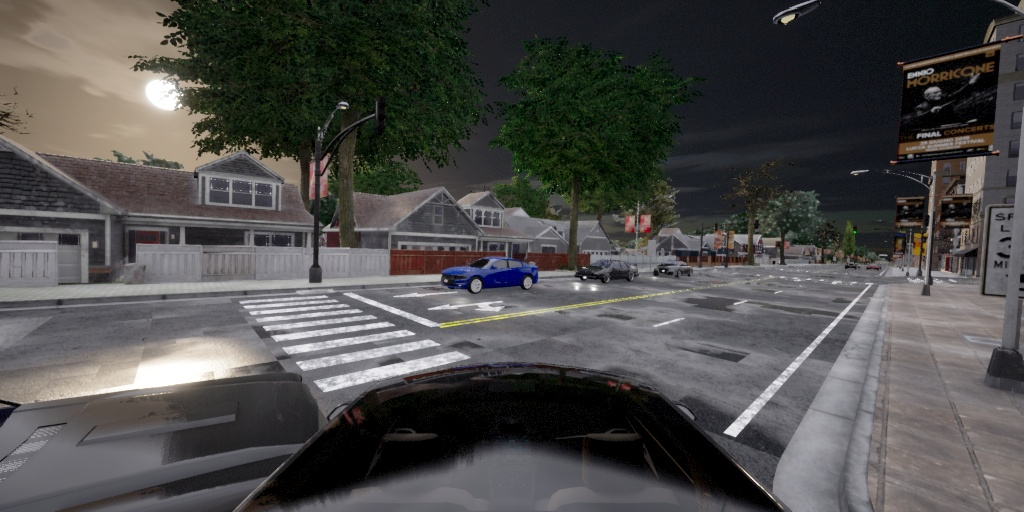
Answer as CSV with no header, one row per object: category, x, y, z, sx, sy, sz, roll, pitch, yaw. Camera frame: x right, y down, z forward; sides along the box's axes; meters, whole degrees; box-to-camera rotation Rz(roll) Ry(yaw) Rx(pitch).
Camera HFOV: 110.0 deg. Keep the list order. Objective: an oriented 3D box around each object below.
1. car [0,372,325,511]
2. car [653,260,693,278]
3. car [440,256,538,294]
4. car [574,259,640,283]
car,-3.317,1.272,1.448,4.718,1.301,1.895,1,2,-33
car,13.632,1.033,30.250,4.181,1.385,1.994,1,2,-44
car,-0.916,0.780,16.602,5.008,1.535,1.882,1,2,-43
car,6.342,0.931,23.425,5.357,1.411,2.033,1,2,-43
